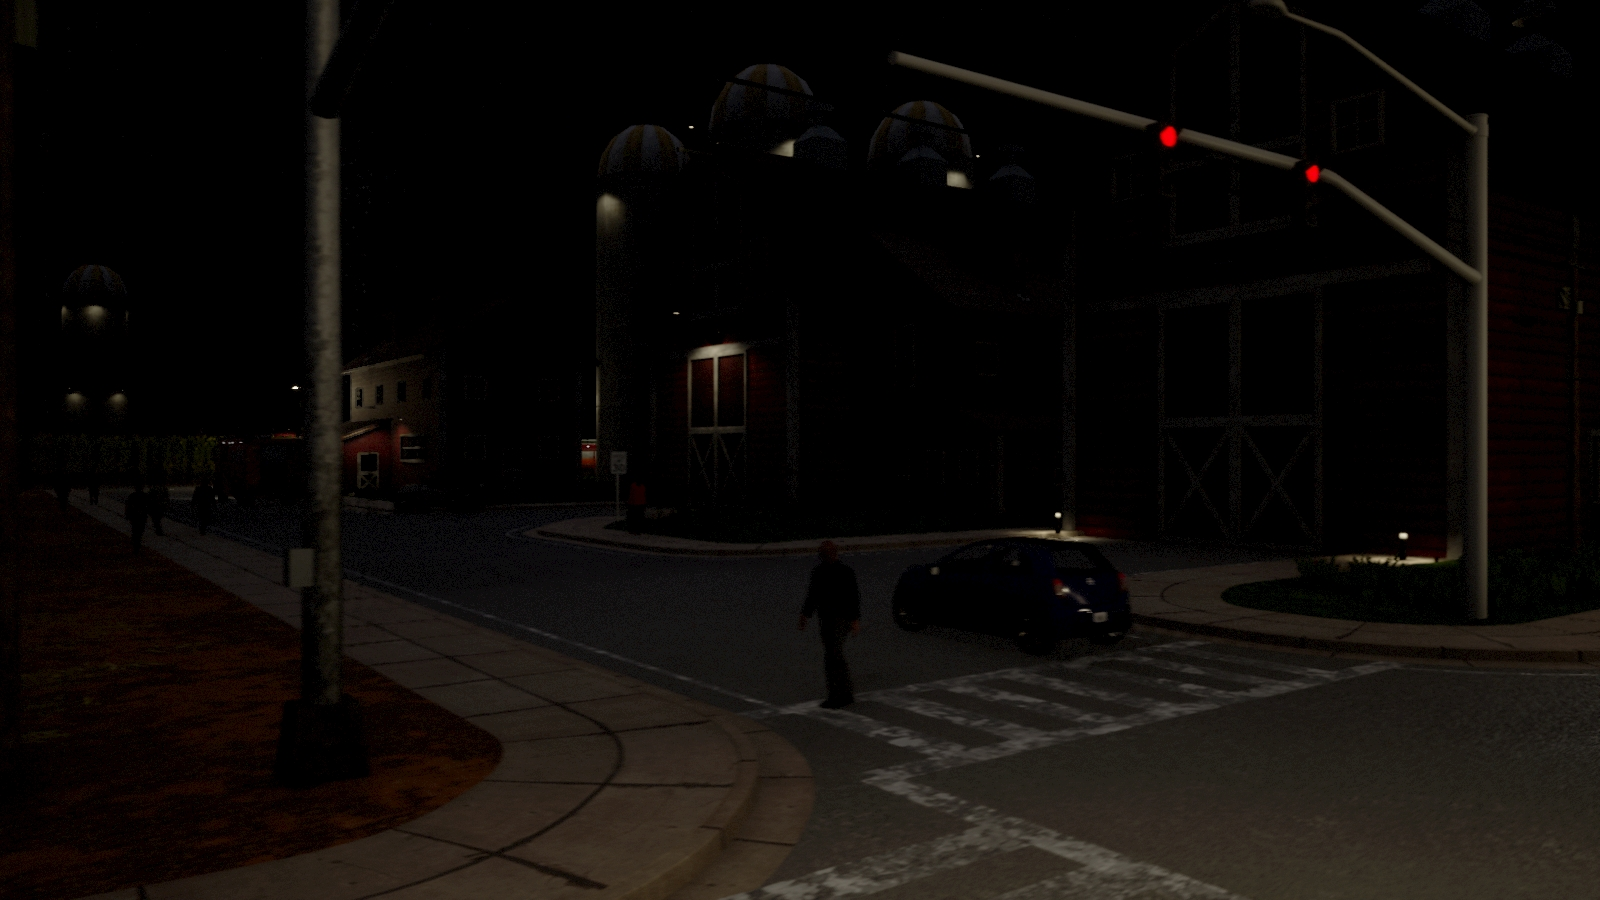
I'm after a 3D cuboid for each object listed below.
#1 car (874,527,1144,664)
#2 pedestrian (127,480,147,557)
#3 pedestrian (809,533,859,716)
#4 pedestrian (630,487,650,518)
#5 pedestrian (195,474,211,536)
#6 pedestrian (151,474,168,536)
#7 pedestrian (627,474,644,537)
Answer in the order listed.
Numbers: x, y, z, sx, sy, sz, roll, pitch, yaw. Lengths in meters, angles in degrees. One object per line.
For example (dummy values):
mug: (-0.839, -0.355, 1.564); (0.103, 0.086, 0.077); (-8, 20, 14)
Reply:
car: (2.968, 2.017, 16.820); (1.845, 1.501, 3.633); (0, 0, -36)
pedestrian: (-16.346, 1.673, 28.183); (0.375, 1.860, 0.375); (0, 0, -38)
pedestrian: (0.361, 1.826, 12.122); (0.375, 1.860, 0.375); (0, 0, 40)
pedestrian: (-5.849, 1.912, 41.706); (0.500, 1.100, 0.500); (0, 0, 37)
pedestrian: (-18.265, 1.673, 34.965); (0.375, 1.860, 0.375); (0, 0, -38)
pedestrian: (-19.629, 1.673, 35.001); (0.375, 1.860, 0.375); (0, 0, -44)
pedestrian: (-4.985, 1.675, 34.646); (0.375, 1.860, 0.375); (0, 0, -37)
